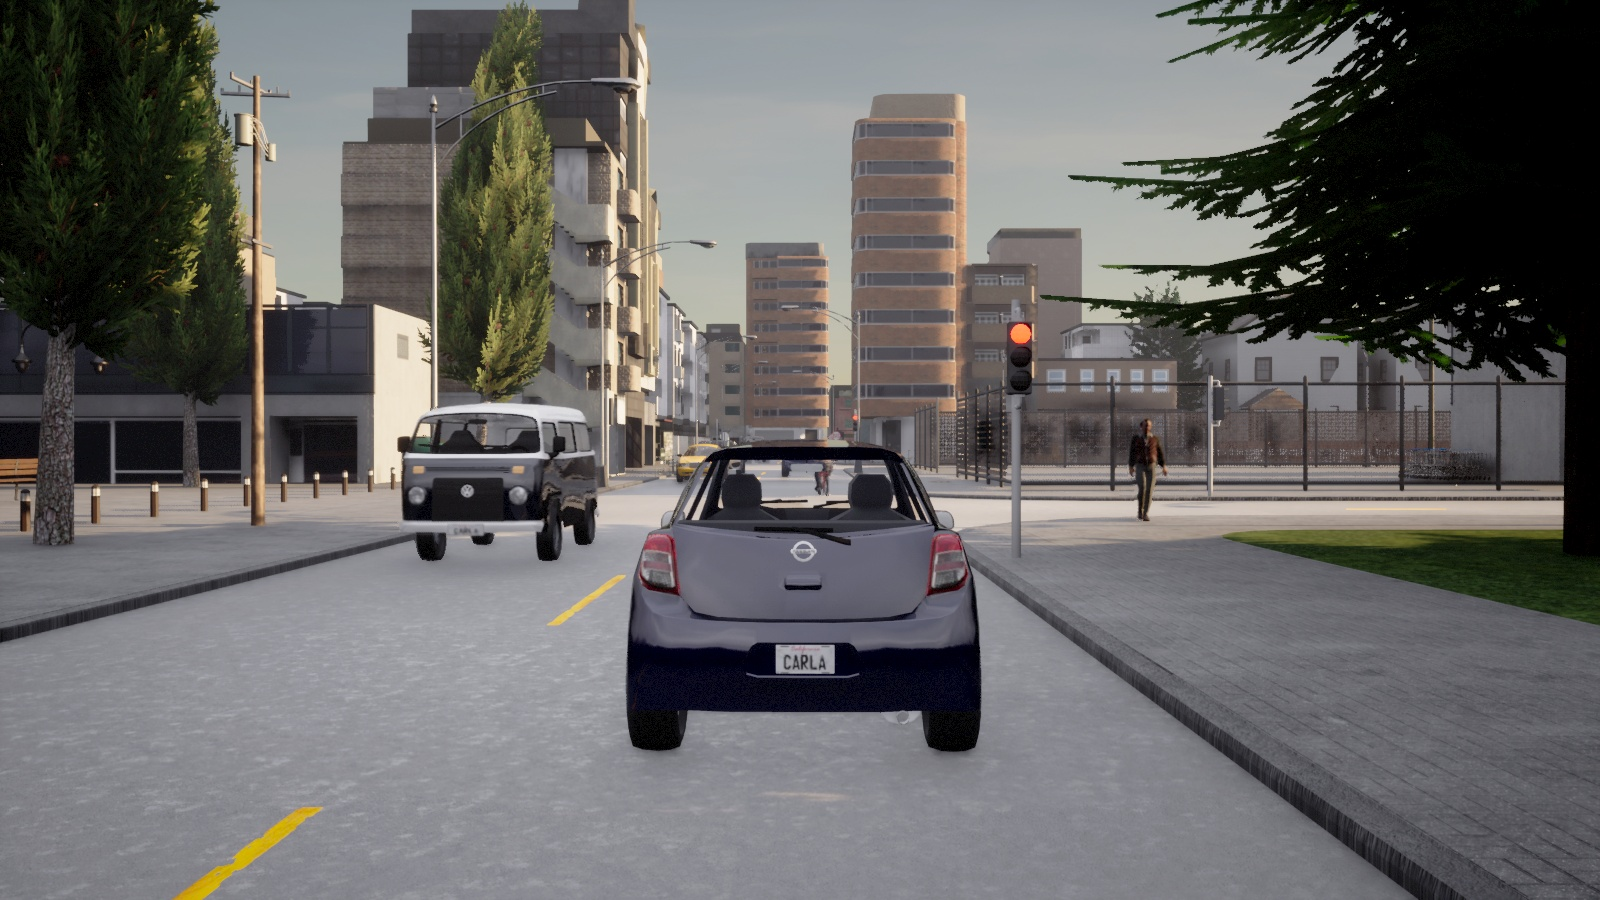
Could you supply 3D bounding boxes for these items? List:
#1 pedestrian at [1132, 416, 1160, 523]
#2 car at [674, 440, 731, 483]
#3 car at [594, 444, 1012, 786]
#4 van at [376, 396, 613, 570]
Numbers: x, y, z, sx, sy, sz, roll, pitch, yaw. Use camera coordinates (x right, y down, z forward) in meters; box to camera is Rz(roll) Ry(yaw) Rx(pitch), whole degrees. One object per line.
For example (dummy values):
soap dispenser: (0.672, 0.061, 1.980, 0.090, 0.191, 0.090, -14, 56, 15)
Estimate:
pedestrian: (6.062, 0.337, 22.006, 0.376, 1.854, 0.720, 0, 0, 8)
car: (-3.769, 0.404, 49.318, 1.801, 1.575, 5.366, 0, 0, 0)
car: (0.036, 0.719, 7.361, 1.845, 1.501, 3.633, 0, 0, 1)
van: (-3.912, 0.371, 16.936, 2.069, 2.038, 4.480, 0, 0, 1)
